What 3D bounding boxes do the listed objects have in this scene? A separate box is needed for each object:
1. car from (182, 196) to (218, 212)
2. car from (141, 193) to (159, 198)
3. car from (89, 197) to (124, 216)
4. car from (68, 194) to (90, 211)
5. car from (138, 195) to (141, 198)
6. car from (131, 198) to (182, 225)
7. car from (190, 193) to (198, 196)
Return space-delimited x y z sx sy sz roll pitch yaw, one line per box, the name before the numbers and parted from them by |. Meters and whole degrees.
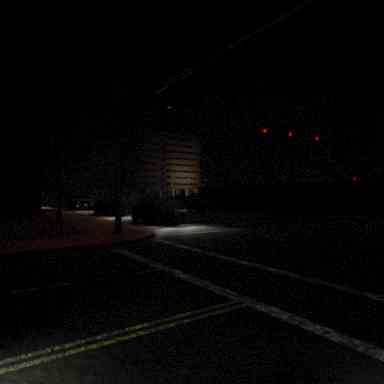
car | 1.111 1.525 38.095 1.812 1.442 4.674 0 0 -32
car | -9.782 1.156 81.499 3.866 1.878 1.905 0 0 -34
car | -8.316 1.478 33.039 1.882 1.535 5.008 0 0 -33
car | -14.254 1.220 42.329 2.150 2.045 5.566 0 0 -33
car | -11.359 1.153 83.926 4.605 1.855 1.932 0 0 -34
car | -2.887 1.478 24.489 1.882 1.535 5.008 0 0 -31
car | 1.246 1.156 65.267 3.866 1.878 1.905 0 0 -34
